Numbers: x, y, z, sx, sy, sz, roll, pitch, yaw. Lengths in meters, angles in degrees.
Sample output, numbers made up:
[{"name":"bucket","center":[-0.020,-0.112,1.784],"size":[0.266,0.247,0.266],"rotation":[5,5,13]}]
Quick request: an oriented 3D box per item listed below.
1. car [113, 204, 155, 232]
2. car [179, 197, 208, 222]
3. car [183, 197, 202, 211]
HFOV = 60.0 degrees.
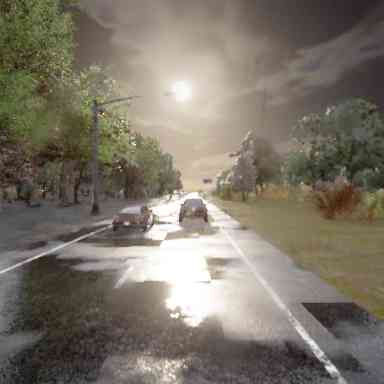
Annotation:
[{"name":"car","center":[-3.328,1.436,19.436],"size":[1.812,1.442,4.674],"rotation":[0,0,1]},{"name":"car","center":[0.107,1.236,25.288],"size":[2.097,1.767,4.553],"rotation":[0,0,0]},{"name":"car","center":[0.076,1.370,39.303],"size":[2.033,1.411,5.357],"rotation":[0,0,0]}]
